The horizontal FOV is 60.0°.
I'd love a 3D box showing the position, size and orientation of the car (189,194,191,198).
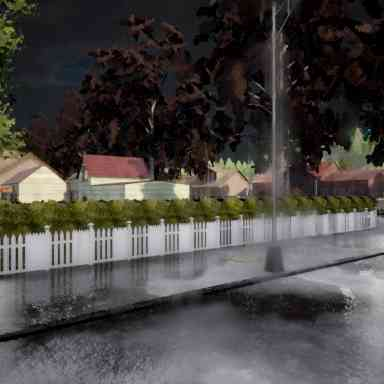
[{"bbox_3d":[-2.191,1.221,57.456,2.150,2.045,5.566,0,0,-35],"label":"car"}]
